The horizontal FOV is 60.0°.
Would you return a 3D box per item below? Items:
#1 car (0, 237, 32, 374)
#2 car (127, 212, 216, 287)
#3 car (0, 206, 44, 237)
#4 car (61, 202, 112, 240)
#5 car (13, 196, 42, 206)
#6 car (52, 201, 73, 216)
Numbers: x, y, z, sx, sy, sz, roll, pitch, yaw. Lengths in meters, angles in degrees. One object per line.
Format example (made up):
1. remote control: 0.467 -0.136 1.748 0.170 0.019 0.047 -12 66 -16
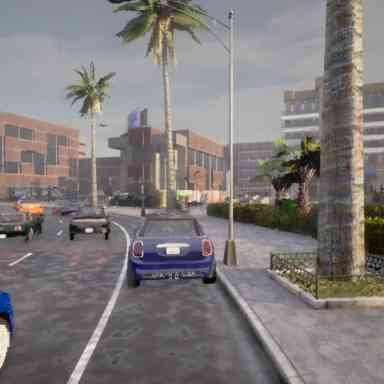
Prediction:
1. car: -3.160 1.475 2.356 1.882 1.535 5.008 0 0 -3
2. car: -0.703 1.352 9.627 2.097 1.767 4.553 0 0 -7
3. car: -8.586 1.595 16.301 1.895 1.301 4.718 0 0 -14
4. car: -5.235 1.489 17.272 2.128 1.511 4.902 0 0 -15
5. car: -15.148 1.339 30.546 2.097 1.767 4.553 0 0 -35
6. car: -12.312 1.555 32.582 1.994 1.385 4.181 0 0 -35
